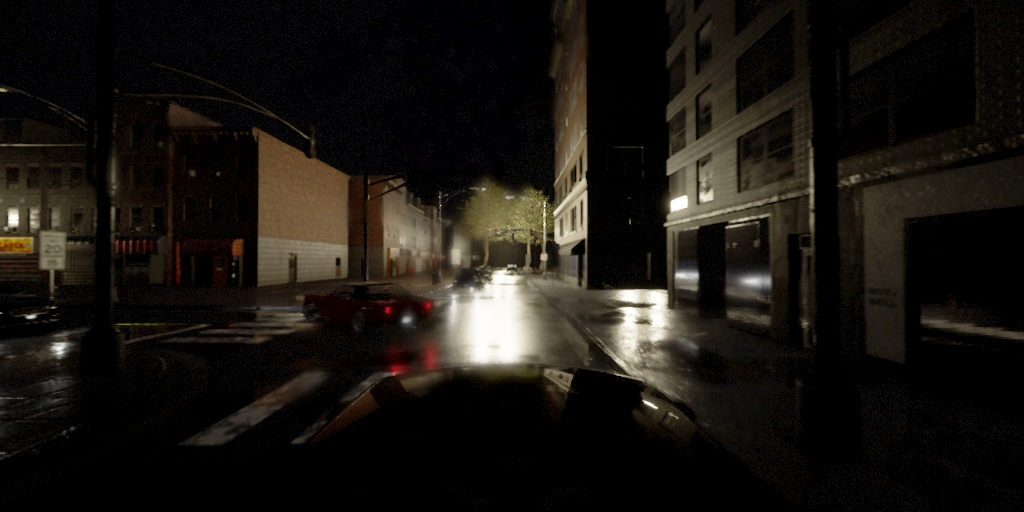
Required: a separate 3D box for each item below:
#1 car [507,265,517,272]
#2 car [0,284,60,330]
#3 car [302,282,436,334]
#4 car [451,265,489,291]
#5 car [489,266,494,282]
[{"bbox_3d":[0.004,2.175,63.460,1.895,1.301,4.718,0,-1,0],"label":"car"},{"bbox_3d":[-15.057,1.294,9.448,4.892,1.490,1.837,1,-1,0],"label":"car"},{"bbox_3d":[-4.589,1.455,11.086,4.718,1.301,1.895,0,-1,38],"label":"car"},{"bbox_3d":[-2.831,1.567,24.541,1.812,1.442,4.674,0,-1,1],"label":"car"},{"bbox_3d":[-2.814,1.674,34.604,1.837,1.490,4.892,0,-1,0],"label":"car"}]
